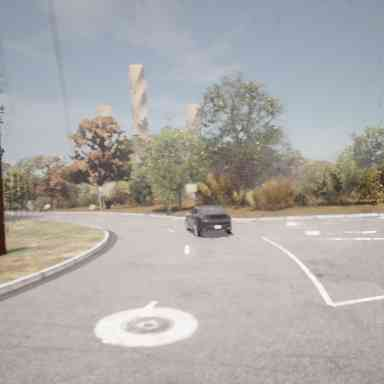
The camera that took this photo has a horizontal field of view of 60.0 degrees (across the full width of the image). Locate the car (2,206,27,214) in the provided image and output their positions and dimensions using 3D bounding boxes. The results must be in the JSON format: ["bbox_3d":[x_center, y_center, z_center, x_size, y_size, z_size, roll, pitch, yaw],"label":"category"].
[{"bbox_3d":[-40.437,4.117,75.830,4.792,1.488,2.163,-3,-2,-30],"label":"car"}]

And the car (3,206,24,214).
[{"bbox_3d":[-44.581,4.508,82.971,4.553,1.767,2.185,-3,-2,-30],"label":"car"}]

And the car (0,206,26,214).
[{"bbox_3d":[-41.988,4.278,78.118,5.366,1.575,1.946,-3,-2,-30],"label":"car"}]

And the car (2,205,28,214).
[{"bbox_3d":[-39.101,3.900,73.435,4.892,1.521,2.231,-3,-3,-30],"label":"car"}]

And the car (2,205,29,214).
[{"bbox_3d":[-37.752,3.710,71.043,5.008,1.535,2.097,-3,-3,-30],"label":"car"}]

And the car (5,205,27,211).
[{"bbox_3d":[-36.393,3.519,68.654,4.892,1.521,2.231,-3,-3,-30],"label":"car"}]

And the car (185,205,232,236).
[{"bbox_3d":[0.823,1.524,18.680,1.837,1.490,4.892,-2,-1,-10],"label":"car"}]
